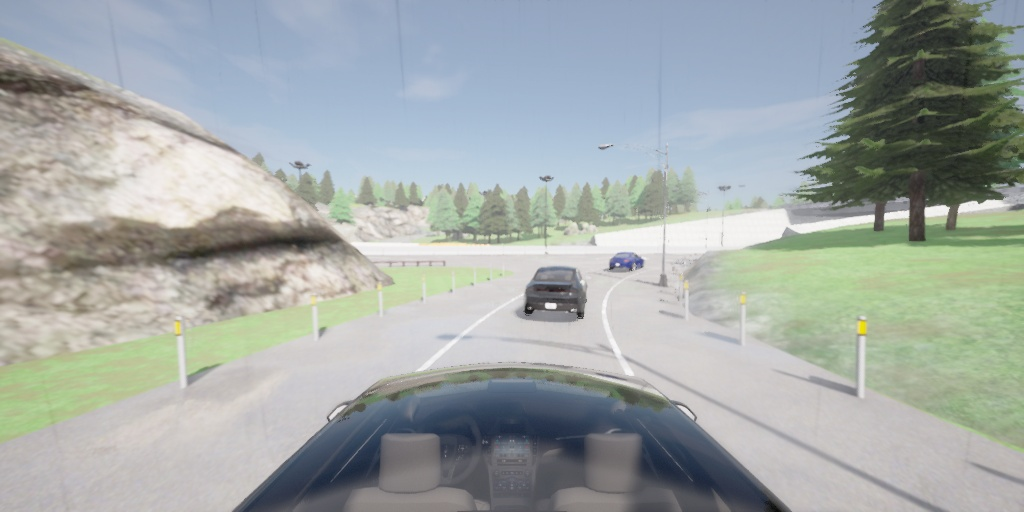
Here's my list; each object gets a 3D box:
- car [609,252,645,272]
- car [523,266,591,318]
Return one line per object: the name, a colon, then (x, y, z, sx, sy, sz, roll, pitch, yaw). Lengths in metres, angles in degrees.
car: (9.249, 0.392, 28.767, 1.812, 1.442, 4.674, 2, 4, 35)
car: (1.640, 1.084, 12.410, 1.837, 1.490, 4.892, 1, 2, 13)
